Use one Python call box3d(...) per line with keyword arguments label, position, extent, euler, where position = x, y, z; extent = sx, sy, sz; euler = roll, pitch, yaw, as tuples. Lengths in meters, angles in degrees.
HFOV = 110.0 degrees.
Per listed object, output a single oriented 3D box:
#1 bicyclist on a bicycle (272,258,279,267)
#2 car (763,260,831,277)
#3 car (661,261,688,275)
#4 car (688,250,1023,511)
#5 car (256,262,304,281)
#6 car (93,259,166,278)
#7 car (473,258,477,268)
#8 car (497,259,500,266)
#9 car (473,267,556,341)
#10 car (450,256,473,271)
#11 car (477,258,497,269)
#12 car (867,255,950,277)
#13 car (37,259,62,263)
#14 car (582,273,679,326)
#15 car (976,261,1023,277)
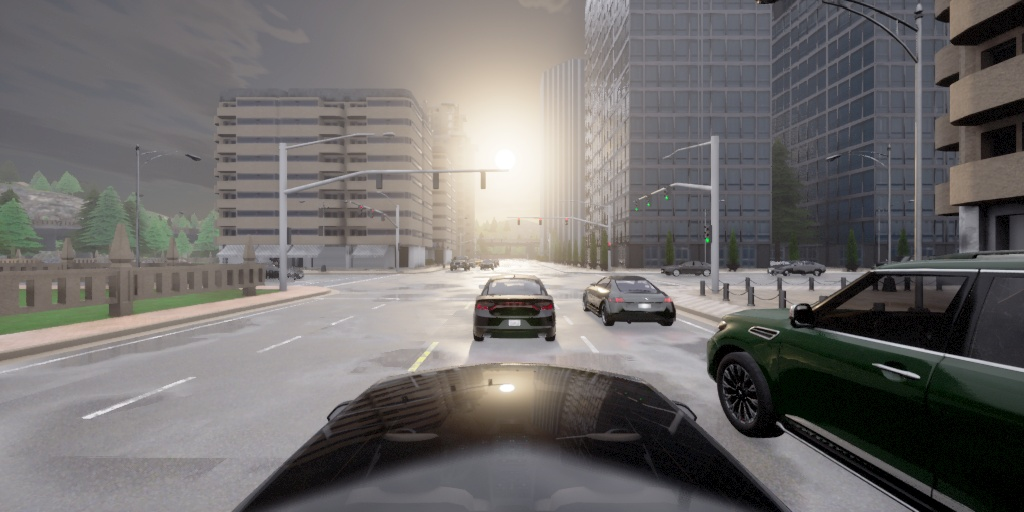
box3d(label="bicyclist on a bicycle", position=(-26.094, 0.995, 39.820), extent=(0.582, 1.620, 1.656), euler=(0, 0, 7))
box3d(label="car", position=(27.380, 1.186, 34.589), extent=(4.902, 1.511, 2.128), euler=(0, 0, 0))
box3d(label="car", position=(16.965, 1.199, 34.648), extent=(4.892, 1.490, 1.837), euler=(0, 0, 0))
box3d(label="car", position=(3.601, 0.971, 2.288), extent=(2.150, 2.045, 5.566), euler=(0, 0, 0))
box3d(label="car", position=(-18.621, 1.220, 27.742), extent=(4.674, 1.442, 1.812), euler=(0, 0, 2))
box3d(label="car", position=(-30.833, 1.220, 28.794), extent=(4.674, 1.442, 1.812), euler=(0, 0, 12))
box3d(label="car", position=(-7.103, 1.255, 59.303), extent=(1.837, 1.490, 4.892), euler=(0, 0, 0))
box3d(label="car", position=(-3.589, 1.241, 62.309), extent=(2.128, 1.511, 4.902), euler=(0, 0, 0))
box3d(label="car", position=(0.066, 1.228, 9.864), extent=(1.882, 1.535, 5.008), euler=(0, 0, 0))
box3d(label="car", position=(-7.114, 0.972, 49.599), extent=(2.150, 2.045, 5.566), euler=(0, 0, 0))
box3d(label="car", position=(-3.612, 1.255, 52.969), extent=(1.837, 1.490, 4.892), euler=(0, 0, 0))
box3d(label="car", position=(38.067, 0.916, 34.530), extent=(5.566, 2.045, 2.150), euler=(0, 0, 0))
box3d(label="car", position=(-41.820, 1.220, 32.748), extent=(4.674, 1.442, 1.812), euler=(0, 0, 29))
box3d(label="car", position=(3.575, 1.314, 11.643), extent=(1.994, 1.385, 4.181), euler=(0, 0, 0))
box3d(label="car", position=(48.101, 1.221, 34.436), extent=(4.674, 1.442, 1.812), euler=(0, 0, 1))
